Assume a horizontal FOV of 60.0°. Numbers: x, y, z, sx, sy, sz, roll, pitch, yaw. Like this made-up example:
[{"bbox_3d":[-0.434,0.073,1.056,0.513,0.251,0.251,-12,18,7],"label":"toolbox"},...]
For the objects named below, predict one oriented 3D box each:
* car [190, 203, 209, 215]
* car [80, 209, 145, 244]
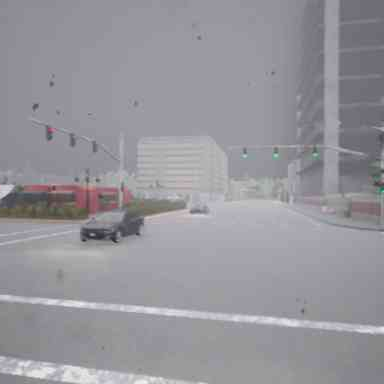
[{"bbox_3d":[1.014,2.150,42.148,1.994,1.385,4.181,0,-1,12],"label":"car"},{"bbox_3d":[-4.051,1.720,17.670,1.882,1.535,5.008,1,-1,12],"label":"car"}]
